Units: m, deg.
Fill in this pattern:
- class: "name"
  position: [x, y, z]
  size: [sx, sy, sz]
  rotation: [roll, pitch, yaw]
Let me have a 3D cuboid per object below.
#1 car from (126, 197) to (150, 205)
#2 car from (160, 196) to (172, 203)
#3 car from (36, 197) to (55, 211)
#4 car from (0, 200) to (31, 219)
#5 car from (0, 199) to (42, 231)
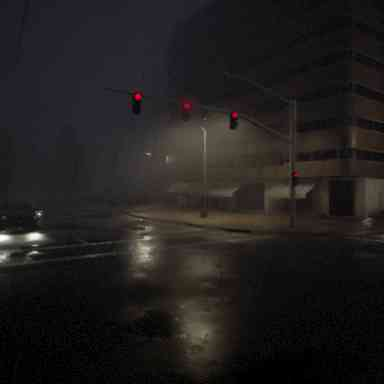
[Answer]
- class: "car"
  position: [-8.846, 1.466, 55.034]
  size: [2.033, 1.411, 5.357]
  rotation: [0, 0, 20]
- class: "car"
  position: [-4.064, 1.470, 64.153]
  size: [1.812, 1.442, 4.674]
  rotation: [0, 0, 40]
- class: "car"
  position: [-17.738, 1.363, 39.457]
  size: [2.128, 1.511, 4.902]
  rotation: [0, 0, -5]
- class: "car"
  position: [-15.521, 1.433, 29.246]
  size: [2.033, 1.411, 5.357]
  rotation: [0, 0, -21]
- class: "car"
  position: [-10.772, 1.391, 20.505]
  size: [1.882, 1.535, 5.008]
  rotation: [0, 0, -32]
